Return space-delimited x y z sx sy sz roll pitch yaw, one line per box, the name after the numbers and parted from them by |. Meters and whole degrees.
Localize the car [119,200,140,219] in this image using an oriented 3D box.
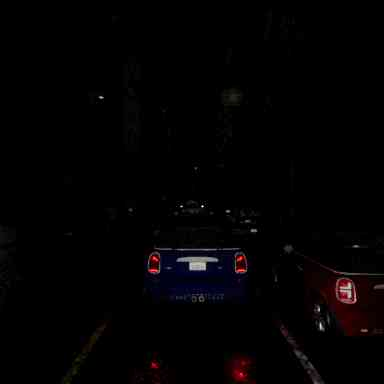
-5.668 1.443 28.535 1.967 1.590 4.097 0 0 0 | car

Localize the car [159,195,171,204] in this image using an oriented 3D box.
-5.628 1.625 65.638 1.802 1.307 4.206 0 0 0 | car

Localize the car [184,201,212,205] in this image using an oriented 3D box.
0.098 1.479 17.377 1.882 1.535 5.008 0 0 0 | car

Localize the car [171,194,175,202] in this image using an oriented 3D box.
-5.607 1.616 76.455 2.008 1.369 4.403 0 0 0 | car

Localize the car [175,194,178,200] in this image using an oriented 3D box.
-5.576 1.637 92.510 1.752 1.417 4.829 0 0 0 | car

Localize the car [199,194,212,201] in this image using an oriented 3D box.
2.896 1.484 65.624 1.967 1.590 4.097 0 0 0 | car

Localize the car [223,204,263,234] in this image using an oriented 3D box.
2.856 1.552 17.531 2.008 1.369 4.403 0 0 0 | car

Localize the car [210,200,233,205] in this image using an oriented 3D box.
2.858 1.569 28.534 1.947 1.339 4.313 0 0 0 | car

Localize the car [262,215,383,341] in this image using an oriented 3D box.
2.855 1.440 6.528 1.967 1.590 4.097 0 0 0 | car

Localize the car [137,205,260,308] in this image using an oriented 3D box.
0.100 1.352 8.097 2.097 1.767 4.553 0 0 0 | car

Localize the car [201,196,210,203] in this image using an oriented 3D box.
2.907 1.579 71.203 1.752 1.417 4.829 0 0 0 | car

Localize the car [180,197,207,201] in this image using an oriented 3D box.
0.003 1.459 27.399 1.801 1.575 5.366 0 0 0 | car

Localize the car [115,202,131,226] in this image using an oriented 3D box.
-5.669 1.584 23.034 1.802 1.307 4.206 0 0 0 | car

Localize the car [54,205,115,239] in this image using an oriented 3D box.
-5.669 1.567 17.532 1.947 1.339 4.313 0 0 0 | car
